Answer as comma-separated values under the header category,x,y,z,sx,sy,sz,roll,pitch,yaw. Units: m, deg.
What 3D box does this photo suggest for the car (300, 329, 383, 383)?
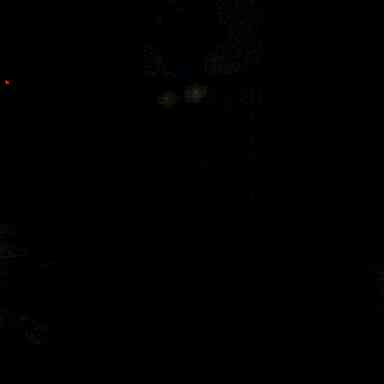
category,x,y,z,sx,sy,sz,roll,pitch,yaw
car,2.737,1.316,0.853,5.009,1.841,2.192,0,0,36
